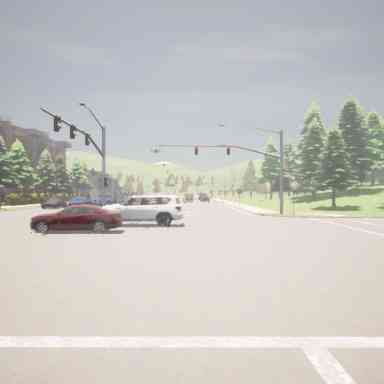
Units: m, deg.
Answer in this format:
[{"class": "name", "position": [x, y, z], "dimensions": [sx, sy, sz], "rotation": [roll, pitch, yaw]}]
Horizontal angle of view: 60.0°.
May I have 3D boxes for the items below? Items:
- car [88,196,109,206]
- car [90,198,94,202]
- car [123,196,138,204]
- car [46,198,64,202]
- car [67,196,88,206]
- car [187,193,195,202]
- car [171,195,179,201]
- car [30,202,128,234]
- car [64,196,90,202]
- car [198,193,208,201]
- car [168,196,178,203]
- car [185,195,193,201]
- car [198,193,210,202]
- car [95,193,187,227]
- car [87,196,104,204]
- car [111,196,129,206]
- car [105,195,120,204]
[{"class": "car", "position": [-15.415, 1.491, 54.915], "dimensions": [2.128, 1.511, 4.902], "rotation": [0, 0, -1]}, {"class": "car", "position": [-11.785, 1.221, 45.694], "dimensions": [2.150, 2.045, 5.566], "rotation": [0, 0, -1]}, {"class": "car", "position": [-12.023, 1.547, 65.668], "dimensions": [2.033, 1.411, 5.357], "rotation": [0, 0, 0]}, {"class": "car", "position": [-18.783, 1.547, 45.577], "dimensions": [2.033, 1.411, 5.357], "rotation": [0, 0, -1]}, {"class": "car", "position": [-18.917, 1.477, 55.308], "dimensions": [1.882, 1.535, 5.008], "rotation": [0, 0, -1]}, {"class": "car", "position": [-0.609, 1.225, 72.995], "dimensions": [2.150, 2.045, 5.566], "rotation": [0, 0, -1]}, {"class": "car", "position": [-4.274, 1.487, 83.493], "dimensions": [1.812, 1.442, 4.674], "rotation": [0, 0, -1]}, {"class": "car", "position": [-6.392, 1.477, 18.648], "dimensions": [5.008, 1.535, 1.882], "rotation": [0, 0, 0]}, {"class": "car", "position": [-15.281, 1.477, 45.510], "dimensions": [1.882, 1.535, 5.008], "rotation": [0, 0, -1]}, {"class": "car", "position": [2.724, 1.194, 83.644], "dimensions": [2.150, 2.045, 5.566], "rotation": [0, 0, -1]}, {"class": "car", "position": [-4.108, 1.540, 72.875], "dimensions": [2.033, 1.411, 5.357], "rotation": [0, 0, -1]}, {"class": "car", "position": [-0.775, 1.463, 83.548], "dimensions": [1.837, 1.490, 4.892], "rotation": [0, 0, -1]}, {"class": "car", "position": [2.884, 1.500, 73.420], "dimensions": [1.837, 1.490, 4.892], "rotation": [0, 0, -1]}, {"class": "car", "position": [-3.304, 1.221, 22.171], "dimensions": [5.566, 2.045, 2.150], "rotation": [0, 0, 0]}, {"class": "car", "position": [-19.008, 1.504, 65.741], "dimensions": [1.837, 1.490, 4.892], "rotation": [0, 0, -1]}, {"class": "car", "position": [-11.920, 1.504, 55.373], "dimensions": [1.837, 1.490, 4.892], "rotation": [0, 0, -1]}, {"class": "car", "position": [-15.510, 1.477, 64.970], "dimensions": [1.882, 1.535, 5.008], "rotation": [0, 0, 0]}]
